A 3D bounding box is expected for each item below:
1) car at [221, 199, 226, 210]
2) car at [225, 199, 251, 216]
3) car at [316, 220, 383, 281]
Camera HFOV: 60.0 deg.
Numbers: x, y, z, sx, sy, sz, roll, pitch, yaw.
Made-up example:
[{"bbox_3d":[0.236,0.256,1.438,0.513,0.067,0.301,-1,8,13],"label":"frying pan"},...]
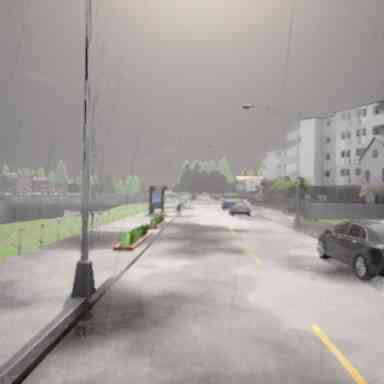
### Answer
[{"bbox_3d":[5.069,1.649,45.797,1.882,1.535,5.008,1,0,2],"label":"car"},{"bbox_3d":[4.832,1.709,34.239,1.994,1.385,4.181,1,0,2],"label":"car"},{"bbox_3d":[5.397,1.613,10.185,1.837,1.490,4.892,1,0,1],"label":"car"}]
